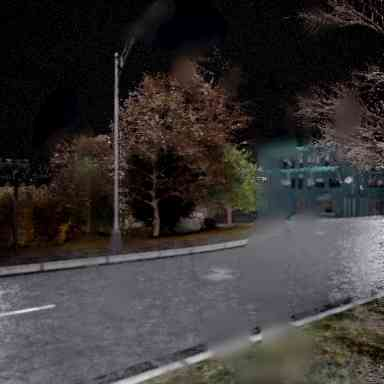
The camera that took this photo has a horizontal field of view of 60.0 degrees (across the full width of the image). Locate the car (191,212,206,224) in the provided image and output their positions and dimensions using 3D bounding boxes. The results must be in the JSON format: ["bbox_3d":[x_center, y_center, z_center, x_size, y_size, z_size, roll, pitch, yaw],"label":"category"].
[{"bbox_3d":[0.608,4.070,49.533,2.150,2.045,5.566,0,-5,-25],"label":"car"}]
